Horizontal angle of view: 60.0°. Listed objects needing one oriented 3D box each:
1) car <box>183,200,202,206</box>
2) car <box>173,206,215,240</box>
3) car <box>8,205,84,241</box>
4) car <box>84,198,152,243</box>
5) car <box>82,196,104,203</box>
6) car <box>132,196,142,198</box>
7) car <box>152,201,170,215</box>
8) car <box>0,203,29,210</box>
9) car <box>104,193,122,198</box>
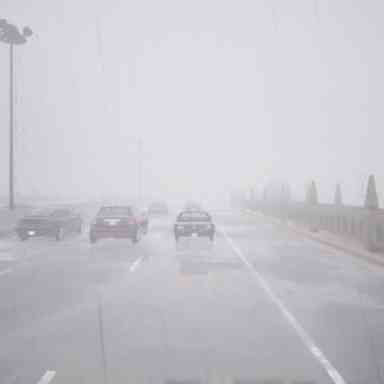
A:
[{"bbox_3d":[0.091,1.529,34.804,1.812,1.442,4.674,0,0,0],"label":"car"},{"bbox_3d":[0.100,1.603,16.947,1.895,1.301,4.718,0,0,0],"label":"car"},{"bbox_3d":[-6.898,1.507,16.718,1.837,1.490,4.892,0,0,0],"label":"car"},{"bbox_3d":[-3.398,1.354,16.309,2.097,1.767,4.553,0,0,0],"label":"car"},{"bbox_3d":[-19.423,1.516,63.838,2.128,1.511,4.902,0,0,8],"label":"car"},{"bbox_3d":[-11.419,1.527,68.279,2.128,1.511,4.902,0,0,11],"label":"car"},{"bbox_3d":[-3.396,1.568,34.382,1.994,1.385,4.181,0,0,0],"label":"car"},{"bbox_3d":[-14.092,1.567,26.737,1.994,1.385,4.181,0,0,0],"label":"car"},{"bbox_3d":[-15.674,1.229,65.199,2.150,2.045,5.566,0,0,11],"label":"car"}]
